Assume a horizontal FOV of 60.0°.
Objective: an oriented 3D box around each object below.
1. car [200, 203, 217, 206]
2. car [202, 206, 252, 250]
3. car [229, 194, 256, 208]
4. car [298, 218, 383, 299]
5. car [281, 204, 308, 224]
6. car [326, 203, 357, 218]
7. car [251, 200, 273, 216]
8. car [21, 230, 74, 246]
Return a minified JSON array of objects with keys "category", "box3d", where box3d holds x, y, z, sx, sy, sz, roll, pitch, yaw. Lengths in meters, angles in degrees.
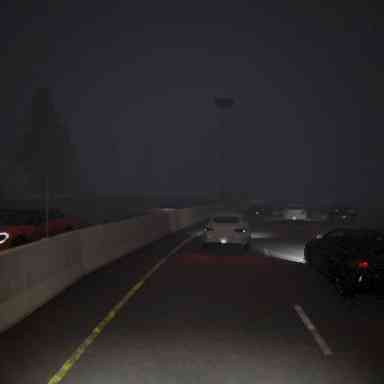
[{"category":"car","box3d":[2.653,1.702,49.375,1.895,1.301,4.718,0,0,29]},{"category":"car","box3d":[1.574,1.560,14.483,1.812,1.442,4.674,0,0,10]},{"category":"car","box3d":[7.977,1.361,51.610,2.150,2.045,5.566,0,0,32]},{"category":"car","box3d":[4.288,1.605,8.547,1.994,1.385,4.181,0,0,6]},{"category":"car","box3d":[7.878,1.618,25.615,1.812,1.442,4.674,0,0,17]},{"category":"car","box3d":[11.834,1.610,26.474,2.128,1.511,4.902,0,0,18]},{"category":"car","box3d":[6.993,1.702,33.610,1.895,1.301,4.718,0,0,22]},{"category":"car","box3d":[-6.070,1.335,11.686,2.097,1.767,4.553,0,0,8]}]
